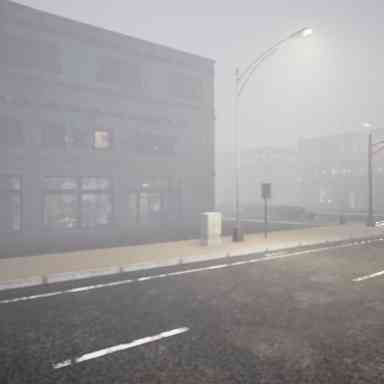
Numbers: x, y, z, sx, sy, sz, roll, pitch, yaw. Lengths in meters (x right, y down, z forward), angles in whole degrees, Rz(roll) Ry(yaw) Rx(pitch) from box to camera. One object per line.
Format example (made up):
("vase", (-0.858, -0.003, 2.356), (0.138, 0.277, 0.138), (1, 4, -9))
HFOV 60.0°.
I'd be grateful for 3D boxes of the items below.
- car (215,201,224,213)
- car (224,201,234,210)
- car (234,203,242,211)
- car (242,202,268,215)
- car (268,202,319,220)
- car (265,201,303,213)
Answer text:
("car", (1.653, 1.919, 42.288), (1.967, 1.590, 4.097), (-1, 0, -35))
("car", (5.282, 2.063, 51.655), (1.802, 1.307, 4.206), (-1, 0, -35))
("car", (8.487, 2.001, 47.144), (1.802, 1.307, 4.206), (-1, 0, -35))
("car", (8.310, 1.972, 37.410), (1.895, 1.301, 4.718), (-1, 0, -35))
("car", (9.594, 1.887, 30.906), (1.947, 1.339, 4.313), (-1, 0, -35))
("car", (11.692, 1.907, 42.631), (2.008, 1.369, 4.403), (-1, 0, -35))
